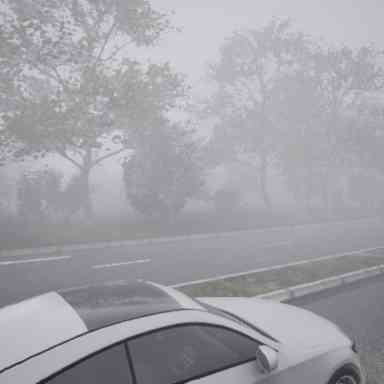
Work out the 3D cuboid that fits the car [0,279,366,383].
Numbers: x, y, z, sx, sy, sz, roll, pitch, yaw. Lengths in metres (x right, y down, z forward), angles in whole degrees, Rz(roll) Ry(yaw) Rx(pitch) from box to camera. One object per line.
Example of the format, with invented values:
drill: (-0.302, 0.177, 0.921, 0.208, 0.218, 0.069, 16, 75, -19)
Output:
car: (-0.417, 1.536, 2.833, 4.674, 1.442, 1.812, 1, 0, -35)
